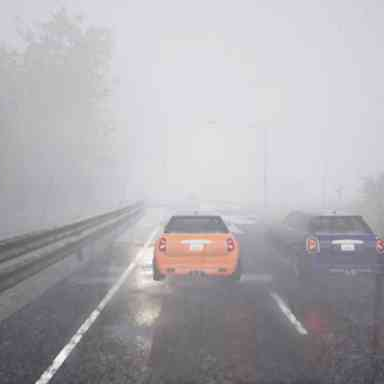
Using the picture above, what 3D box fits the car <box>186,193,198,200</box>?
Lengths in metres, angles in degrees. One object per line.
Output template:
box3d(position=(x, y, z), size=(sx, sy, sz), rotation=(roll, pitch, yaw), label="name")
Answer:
box3d(position=(0.047, 0.925, 61.272), size=(2.097, 1.767, 4.553), rotation=(0, 0, 0), label="car")

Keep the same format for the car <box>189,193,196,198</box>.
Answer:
box3d(position=(0.070, 0.936, 93.333), size=(1.895, 1.301, 4.718), rotation=(0, 0, 0), label="car")

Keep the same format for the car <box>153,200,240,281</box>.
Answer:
box3d(position=(0.107, 1.284, 9.825), size=(2.097, 1.767, 4.553), rotation=(0, 0, 0), label="car")

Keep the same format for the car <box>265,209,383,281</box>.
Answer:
box3d(position=(3.606, 1.286, 9.816), size=(2.097, 1.767, 4.553), rotation=(0, 0, 0), label="car")
